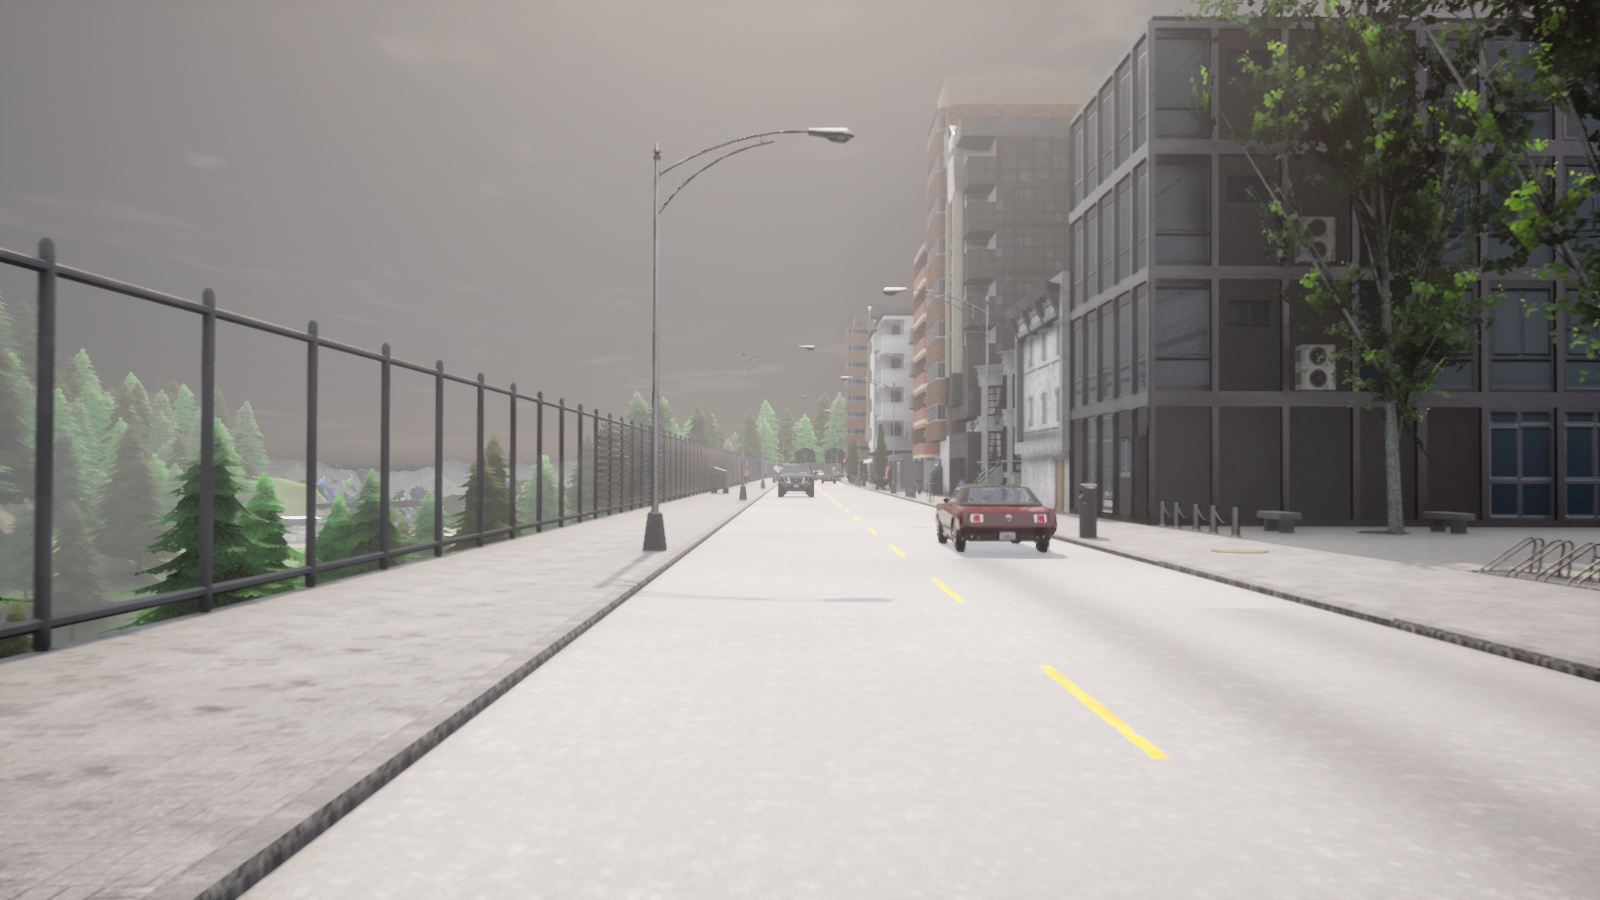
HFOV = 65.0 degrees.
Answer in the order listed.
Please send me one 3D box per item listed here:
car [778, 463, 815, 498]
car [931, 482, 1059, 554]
[{"bbox_3d":[-0.211,1.809,76.161,2.150,2.045,5.566,0,-1,0],"label":"car"},{"bbox_3d":[3.927,1.335,26.020,1.895,1.301,4.718,0,-1,0],"label":"car"}]
